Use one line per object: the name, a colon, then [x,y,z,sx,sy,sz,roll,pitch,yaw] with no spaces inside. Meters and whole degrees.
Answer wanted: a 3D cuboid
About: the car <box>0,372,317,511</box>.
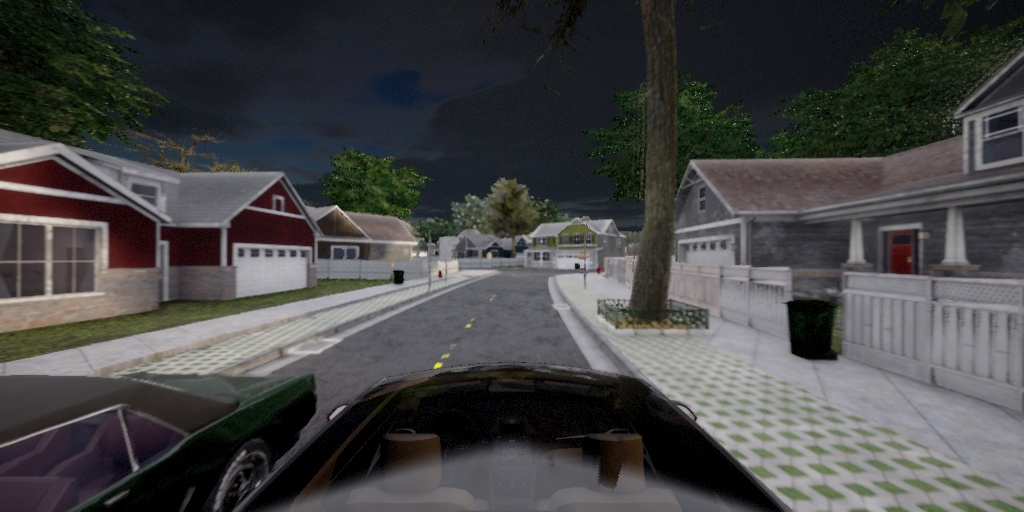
car: [-2.815,1.347,1.225,1.895,1.301,4.718,0,0,0]
